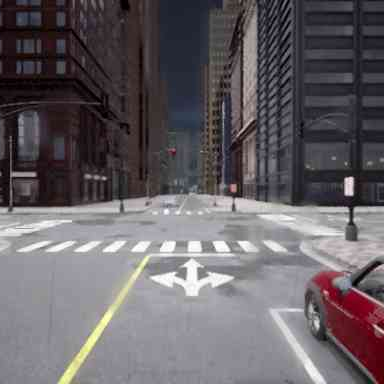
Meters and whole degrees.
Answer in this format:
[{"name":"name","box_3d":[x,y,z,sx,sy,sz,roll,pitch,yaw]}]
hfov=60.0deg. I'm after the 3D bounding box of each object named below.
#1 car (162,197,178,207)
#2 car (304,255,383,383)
[{"name":"car","box_3d":[-2.976,1.392,46.063,1.812,1.442,4.674,0,1,0]},{"name":"car","box_3d":[2.759,1.423,3.812,1.967,1.590,4.097,0,0,0]}]
